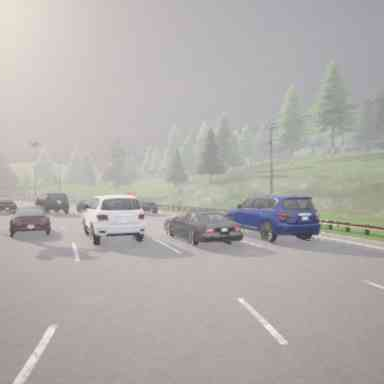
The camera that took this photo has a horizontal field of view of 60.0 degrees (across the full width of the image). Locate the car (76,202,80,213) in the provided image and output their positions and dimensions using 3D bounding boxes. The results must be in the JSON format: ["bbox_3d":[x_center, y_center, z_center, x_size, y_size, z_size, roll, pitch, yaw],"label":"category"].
[{"bbox_3d":[-10.315,1.424,33.887,1.812,1.442,4.674,0,0,-35],"label":"car"}]

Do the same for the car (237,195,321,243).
[{"bbox_3d":[3.620,1.154,15.960,2.150,2.045,5.566,0,0,-21],"label":"car"}]

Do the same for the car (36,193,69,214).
[{"bbox_3d":[-13.924,1.127,32.991,2.150,2.045,5.566,0,0,-37],"label":"car"}]

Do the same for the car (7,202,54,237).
[{"bbox_3d":[-8.748,1.479,18.009,1.812,1.442,4.674,0,0,-26],"label":"car"}]

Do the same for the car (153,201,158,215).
[{"bbox_3d":[-4.994,1.396,32.356,1.837,1.490,4.892,0,0,-33],"label":"car"}]

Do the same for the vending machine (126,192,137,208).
[{"bbox_3d":[-7.935,1.054,43.318,1.100,2.100,0.880,0,0,-40],"label":"vending machine"}]

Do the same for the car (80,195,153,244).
[{"bbox_3d":[-3.816,1.171,15.794,2.150,2.045,5.566,0,0,-23],"label":"car"}]

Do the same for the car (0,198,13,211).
[{"bbox_3d":[-19.526,1.421,34.339,1.837,1.490,4.892,0,0,-39],"label":"car"}]

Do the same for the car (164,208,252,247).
[{"bbox_3d":[0.304,1.491,14.996,2.033,1.411,5.357,0,0,-22],"label":"car"}]
